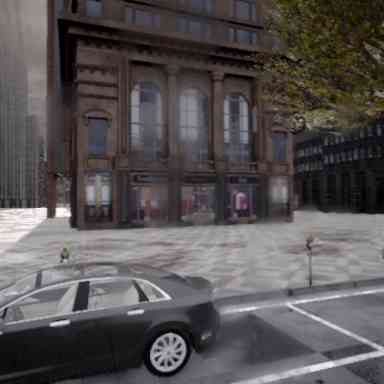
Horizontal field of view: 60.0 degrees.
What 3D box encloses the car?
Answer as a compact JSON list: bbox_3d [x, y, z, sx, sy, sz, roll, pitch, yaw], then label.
[{"bbox_3d":[-1.752,1.716,4.581,4.403,1.369,2.008,0,-2,-20],"label":"car"}]
